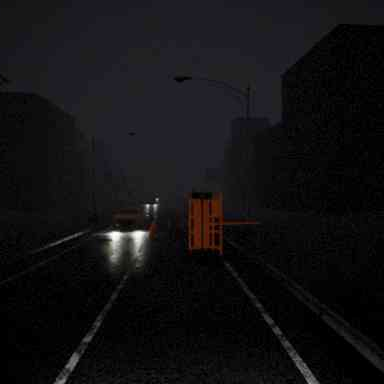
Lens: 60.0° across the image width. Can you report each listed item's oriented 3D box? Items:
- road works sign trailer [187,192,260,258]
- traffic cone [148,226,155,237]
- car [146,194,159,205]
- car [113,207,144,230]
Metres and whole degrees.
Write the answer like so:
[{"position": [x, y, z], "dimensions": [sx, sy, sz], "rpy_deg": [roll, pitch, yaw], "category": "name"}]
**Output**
[{"position": [0.820, 1.165, 13.288], "dimensions": [2.880, 2.380, 3.560], "rpy_deg": [0, -1, -13], "category": "road works sign trailer"}, {"position": [-2.241, 2.183, 18.404], "dimensions": [0.340, 0.580, 0.340], "rpy_deg": [-1, -2, -5], "category": "traffic cone"}, {"position": [-8.010, 1.696, 66.008], "dimensions": [1.812, 1.442, 4.674], "rpy_deg": [0, 2, -4], "category": "car"}, {"position": [-4.615, 1.891, 24.736], "dimensions": [1.882, 1.535, 5.008], "rpy_deg": [0, -2, -5], "category": "car"}]
